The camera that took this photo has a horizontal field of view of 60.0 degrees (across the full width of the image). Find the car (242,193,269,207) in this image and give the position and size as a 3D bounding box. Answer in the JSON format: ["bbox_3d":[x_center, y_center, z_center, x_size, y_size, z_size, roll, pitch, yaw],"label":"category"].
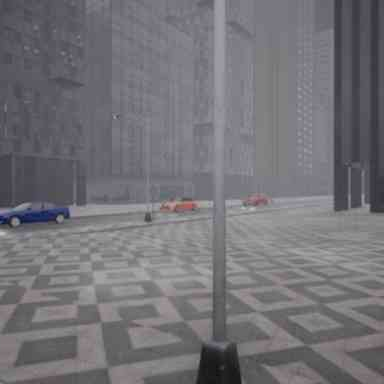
[{"bbox_3d":[9.658,1.216,50.143,2.150,2.045,5.566,0,0,36],"label":"car"}]

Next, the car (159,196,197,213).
[{"bbox_3d":[-1.417,1.274,35.111,2.097,1.767,4.553,0,0,36],"label":"car"}]

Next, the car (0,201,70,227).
[{"bbox_3d":[-10.702,1.421,22.382,1.882,1.535,5.008,0,0,36],"label":"car"}]
